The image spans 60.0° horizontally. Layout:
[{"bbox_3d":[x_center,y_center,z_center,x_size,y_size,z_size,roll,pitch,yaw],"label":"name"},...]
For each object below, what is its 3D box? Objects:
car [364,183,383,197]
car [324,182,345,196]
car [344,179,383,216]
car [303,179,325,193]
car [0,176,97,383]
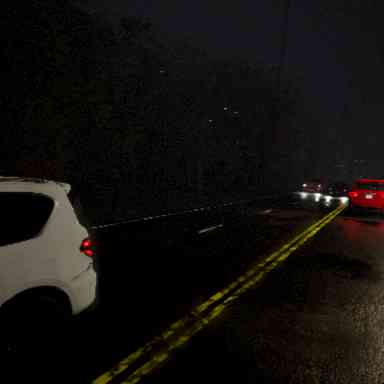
[{"bbox_3d":[21.982,-0.268,39.869,2.033,1.411,5.357,5,4,29],"label":"car"},{"bbox_3d":[16.494,-0.381,37.127,1.882,1.535,5.008,5,5,30],"label":"car"},{"bbox_3d":[10.955,0.263,20.442,2.150,2.045,5.566,5,4,29],"label":"car"},{"bbox_3d":[15.448,-0.869,41.790,2.097,1.767,4.553,5,4,30],"label":"car"},{"bbox_3d":[-3.244,0.888,2.443,2.150,2.045,5.566,5,4,29],"label":"car"}]
